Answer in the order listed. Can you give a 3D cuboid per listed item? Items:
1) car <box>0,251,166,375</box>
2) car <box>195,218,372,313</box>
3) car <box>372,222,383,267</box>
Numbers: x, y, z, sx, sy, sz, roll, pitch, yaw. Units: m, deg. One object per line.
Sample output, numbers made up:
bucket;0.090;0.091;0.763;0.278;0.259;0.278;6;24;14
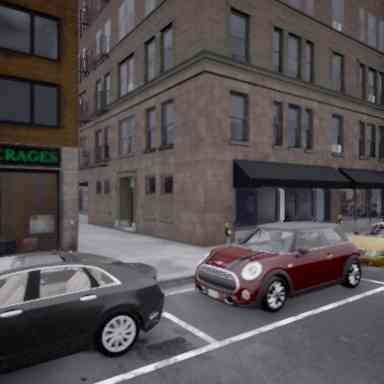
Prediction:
car;-2.462;1.551;4.433;4.403;1.369;2.008;0;0;-35
car;2.040;1.451;7.626;4.097;1.590;1.967;0;0;-35
car;6.403;1.547;10.720;4.829;1.417;1.752;0;0;-35
